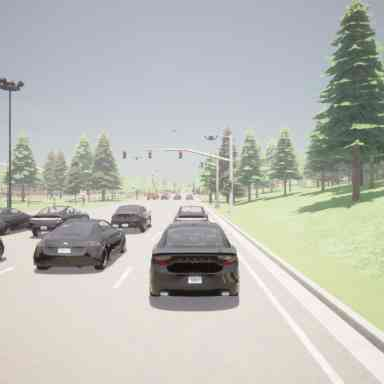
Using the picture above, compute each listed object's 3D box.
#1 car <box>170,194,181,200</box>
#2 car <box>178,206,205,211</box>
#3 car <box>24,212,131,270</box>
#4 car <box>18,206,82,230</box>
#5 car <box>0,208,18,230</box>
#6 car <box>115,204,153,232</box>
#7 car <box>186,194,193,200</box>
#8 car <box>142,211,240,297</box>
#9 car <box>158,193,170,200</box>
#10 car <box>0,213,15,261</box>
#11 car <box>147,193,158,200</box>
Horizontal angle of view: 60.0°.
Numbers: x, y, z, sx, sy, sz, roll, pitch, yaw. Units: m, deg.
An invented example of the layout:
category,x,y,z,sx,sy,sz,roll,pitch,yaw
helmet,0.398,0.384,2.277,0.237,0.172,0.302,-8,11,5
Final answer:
category,x,y,z,sx,sy,sz,roll,pitch,yaw
car,-4.161,1.517,92.041,2.128,1.511,4.902,0,0,0
car,-0.031,1.492,18.133,2.128,1.511,4.902,0,0,0
car,-3.479,1.564,11.044,1.994,1.385,4.181,0,0,0
car,-7.031,1.492,18.172,2.128,1.511,4.902,0,0,0
car,-10.534,1.564,18.648,1.994,1.385,4.181,0,0,0
car,-3.541,1.505,19.909,1.837,1.490,4.892,0,0,0
car,-0.665,1.545,92.483,1.994,1.385,4.181,0,0,0
car,0.041,1.478,8.640,1.882,1.535,5.008,0,0,0
car,-7.661,1.491,92.016,1.837,1.490,4.892,0,0,0
car,-6.973,1.526,8.906,1.812,1.442,4.674,0,0,-1
car,-11.161,1.217,92.021,2.150,2.045,5.566,0,0,0
